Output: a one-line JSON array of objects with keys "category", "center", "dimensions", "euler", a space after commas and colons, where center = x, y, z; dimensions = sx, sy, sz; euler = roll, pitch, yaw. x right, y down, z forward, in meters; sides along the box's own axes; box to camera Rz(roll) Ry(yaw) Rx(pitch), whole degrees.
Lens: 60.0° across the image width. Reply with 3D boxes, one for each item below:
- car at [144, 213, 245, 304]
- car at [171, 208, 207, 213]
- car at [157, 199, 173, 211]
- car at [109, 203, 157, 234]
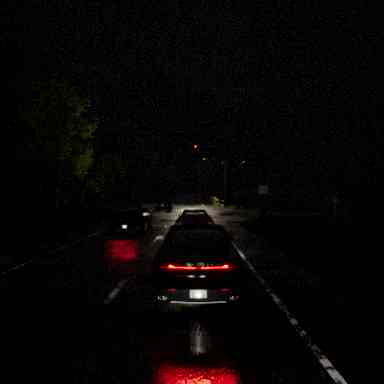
[{"category": "car", "center": [0.116, 1.507, 8.142], "dimensions": [1.837, 1.490, 4.892], "euler": [0, 0, 0]}, {"category": "car", "center": [0.135, 1.568, 17.050], "dimensions": [1.994, 1.385, 4.181], "euler": [0, 0, 0]}, {"category": "car", "center": [-3.316, 1.554, 39.846], "dimensions": [2.033, 1.411, 5.357], "euler": [0, 0, 0]}, {"category": "car", "center": [-3.362, 1.506, 19.011], "dimensions": [1.837, 1.490, 4.892], "euler": [0, -1, 0]}]
